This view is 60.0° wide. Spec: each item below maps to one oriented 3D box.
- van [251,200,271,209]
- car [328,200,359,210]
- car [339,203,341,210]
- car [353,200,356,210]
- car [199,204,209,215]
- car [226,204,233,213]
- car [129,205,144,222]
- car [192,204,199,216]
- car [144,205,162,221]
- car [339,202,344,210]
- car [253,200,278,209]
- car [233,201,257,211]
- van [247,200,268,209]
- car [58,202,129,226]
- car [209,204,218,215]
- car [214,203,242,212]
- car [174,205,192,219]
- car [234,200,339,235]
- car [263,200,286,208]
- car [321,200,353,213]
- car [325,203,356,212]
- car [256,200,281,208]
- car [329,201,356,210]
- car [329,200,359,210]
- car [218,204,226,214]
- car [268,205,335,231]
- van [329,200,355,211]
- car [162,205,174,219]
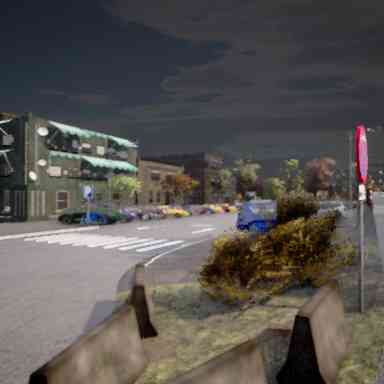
[{"bbox_3d":[15.858,2.895,76.508,4.442,1.987,1.878,-1,-1,8],"label":"van"},{"bbox_3d":[32.215,2.750,71.000,5.566,2.045,2.435,1,-1,8],"label":"car"},{"bbox_3d":[9.744,1.997,28.220,4.553,1.767,2.185,1,-1,8],"label":"car"},{"bbox_3d":[16.785,2.147,41.592,5.566,2.045,2.435,1,-1,8],"label":"car"},{"bbox_3d":[-0.593,2.503,45.076,4.792,1.488,2.163,-1,-1,8],"label":"car"},{"bbox_3d":[3.573,2.635,52.935,5.008,1.535,2.097,-1,-1,8],"label":"car"},{"bbox_3d":[-7.458,2.243,31.991,4.674,1.452,2.002,-1,-1,8],"label":"car"},{"bbox_3d":[-1.948,2.420,42.457,4.892,1.521,2.231,-1,-2,8],"label":"car"},{"bbox_3d":[-6.084,2.258,34.611,4.892,1.521,2.231,-1,-2,8],"label":"car"},{"bbox_3d":[11.149,2.052,30.901,4.553,1.767,2.185,1,-1,8],"label":"car"},{"bbox_3d":[17.380,2.920,79.117,5.566,2.045,2.435,-1,-2,8],"label":"car"},{"bbox_3d":[10.432,2.780,66.028,4.553,1.767,2.185,-1,-2,8],"label":"car"},{"bbox_3d":[14.479,2.842,73.890,4.442,1.987,1.878,-1,-1,8],"label":"van"},{"bbox_3d":[-8.868,1.898,29.377,5.566,2.045,2.435,-1,-1,8],"label":"car"},{"bbox_3d":[0.812,2.527,47.688,5.008,1.535,2.097,-1,-2,8],"label":"car"},{"bbox_3d":[6.357,2.772,58.169,4.792,1.488,2.163,-1,-2,8],"label":"car"},{"bbox_3d":[-3.139,2.359,39.827,5.366,1.575,1.946,-1,-2,8],"label":"car"},{"bbox_3d":[5.518,1.706,20.214,5.566,2.045,2.435,1,-1,8],"label":"car"},{"bbox_3d":[21.461,3.080,86.961,5.566,2.045,2.435,-1,-1,8],"label":"car"},{"bbox_3d":[13.910,2.036,36.251,5.566,2.045,2.435,1,-1,8],"label":"car"},{"bbox_3d":[28.021,2.840,62.978,4.892,1.521,2.231,1,-1,8],"label":"car"},{"bbox_3d":[18.760,2.973,81.734,5.566,2.045,2.435,-1,-2,8],"label":"car"},{"bbox_3d":[30.865,2.822,68.320,4.553,1.767,2.185,1,-1,8],"label":"car"},{"bbox_3d":[33.677,2.805,73.688,5.566,2.045,2.435,1,-1,8],"label":"car"},{"bbox_3d":[2.008,2.581,50.330,5.366,1.575,1.946,-1,-1,8],"label":"car"},{"bbox_3d":[8.275,1.941,25.560,4.553,1.767,2.185,1,-1,8],"label":"car"},{"bbox_3d":[29.542,2.669,65.648,4.442,1.987,1.878,1,-1,8],"label":"van"},{"bbox_3d":[-4.733,2.186,37.237,4.553,1.767,2.185,-1,-2,8],"label":"car"}]
